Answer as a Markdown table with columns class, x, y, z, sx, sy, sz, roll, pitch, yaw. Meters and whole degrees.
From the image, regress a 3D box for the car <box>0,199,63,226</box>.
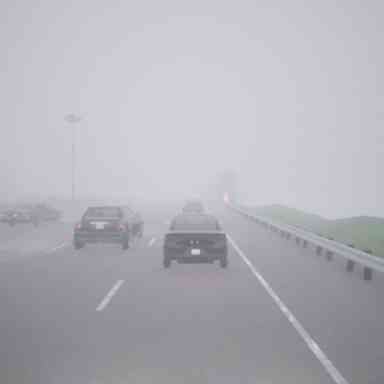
| class | x | y | z | sx | sy | sz | roll | pitch | yaw |
| --- | --- | --- | --- | --- | --- | --- | --- | --- | --- |
| car | -10.403 | 1.436 | 22.116 | 2.033 | 1.411 | 5.357 | 0 | 0 | 0 |

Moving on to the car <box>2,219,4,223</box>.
| class | x | y | z | sx | sy | sz | roll | pitch | yaw |
| --- | --- | --- | --- | --- | --- | --- | --- | --- | --- |
| car | -6.901 | 1.560 | 8.005 | 1.895 | 1.301 | 4.718 | 0 | 0 | 0 |

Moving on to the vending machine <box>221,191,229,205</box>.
| class | x | y | z | sx | sy | sz | roll | pitch | yaw |
| --- | --- | --- | --- | --- | --- | --- | --- | --- | --- |
| vending machine | 4.993 | 0.945 | 49.657 | 1.100 | 2.100 | 0.880 | 0 | 0 | 0 |

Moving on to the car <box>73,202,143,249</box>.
| class | x | y | z | sx | sy | sz | roll | pitch | yaw |
| --- | --- | --- | --- | --- | --- | --- | --- | --- | --- |
| car | -3.403 | 1.279 | 14.374 | 2.097 | 1.767 | 4.553 | 0 | 0 | 0 |

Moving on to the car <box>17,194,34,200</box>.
| class | x | y | z | sx | sy | sz | roll | pitch | yaw |
| --- | --- | --- | --- | --- | --- | --- | --- | --- | --- |
| car | -28.014 | 1.192 | 56.906 | 1.882 | 1.535 | 5.008 | 0 | 1 | 0 |

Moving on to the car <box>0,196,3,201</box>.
| class | x | y | z | sx | sy | sz | roll | pitch | yaw |
| --- | --- | --- | --- | --- | --- | --- | --- | --- | --- |
| car | -31.529 | 1.238 | 52.025 | 1.837 | 1.490 | 4.892 | 0 | 2 | 1 |

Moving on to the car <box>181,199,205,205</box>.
| class | x | y | z | sx | sy | sz | roll | pitch | yaw |
| --- | --- | --- | --- | --- | --- | --- | --- | --- | --- |
| car | 0.098 | 1.342 | 29.495 | 2.128 | 1.511 | 4.902 | 0 | 0 | 0 |

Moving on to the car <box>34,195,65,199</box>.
| class | x | y | z | sx | sy | sz | roll | pitch | yaw |
| --- | --- | --- | --- | --- | --- | --- | --- | --- | --- |
| car | -21.049 | 1.254 | 49.365 | 1.837 | 1.490 | 4.892 | 0 | 1 | 1 |

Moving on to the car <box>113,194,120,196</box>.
| class | x | y | z | sx | sy | sz | roll | pitch | yaw |
| --- | --- | --- | --- | --- | --- | --- | --- | --- | --- |
| car | -20.550 | 1.047 | 91.250 | 1.812 | 1.442 | 4.674 | 0 | 0 | 1 |

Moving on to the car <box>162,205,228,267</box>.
| class | x | y | z | sx | sy | sz | roll | pitch | yaw |
| --- | --- | --- | --- | --- | --- | --- | --- | --- | --- |
| car | 0.098 | 1.420 | 11.275 | 1.882 | 1.535 | 5.008 | 0 | 0 | 0 |
